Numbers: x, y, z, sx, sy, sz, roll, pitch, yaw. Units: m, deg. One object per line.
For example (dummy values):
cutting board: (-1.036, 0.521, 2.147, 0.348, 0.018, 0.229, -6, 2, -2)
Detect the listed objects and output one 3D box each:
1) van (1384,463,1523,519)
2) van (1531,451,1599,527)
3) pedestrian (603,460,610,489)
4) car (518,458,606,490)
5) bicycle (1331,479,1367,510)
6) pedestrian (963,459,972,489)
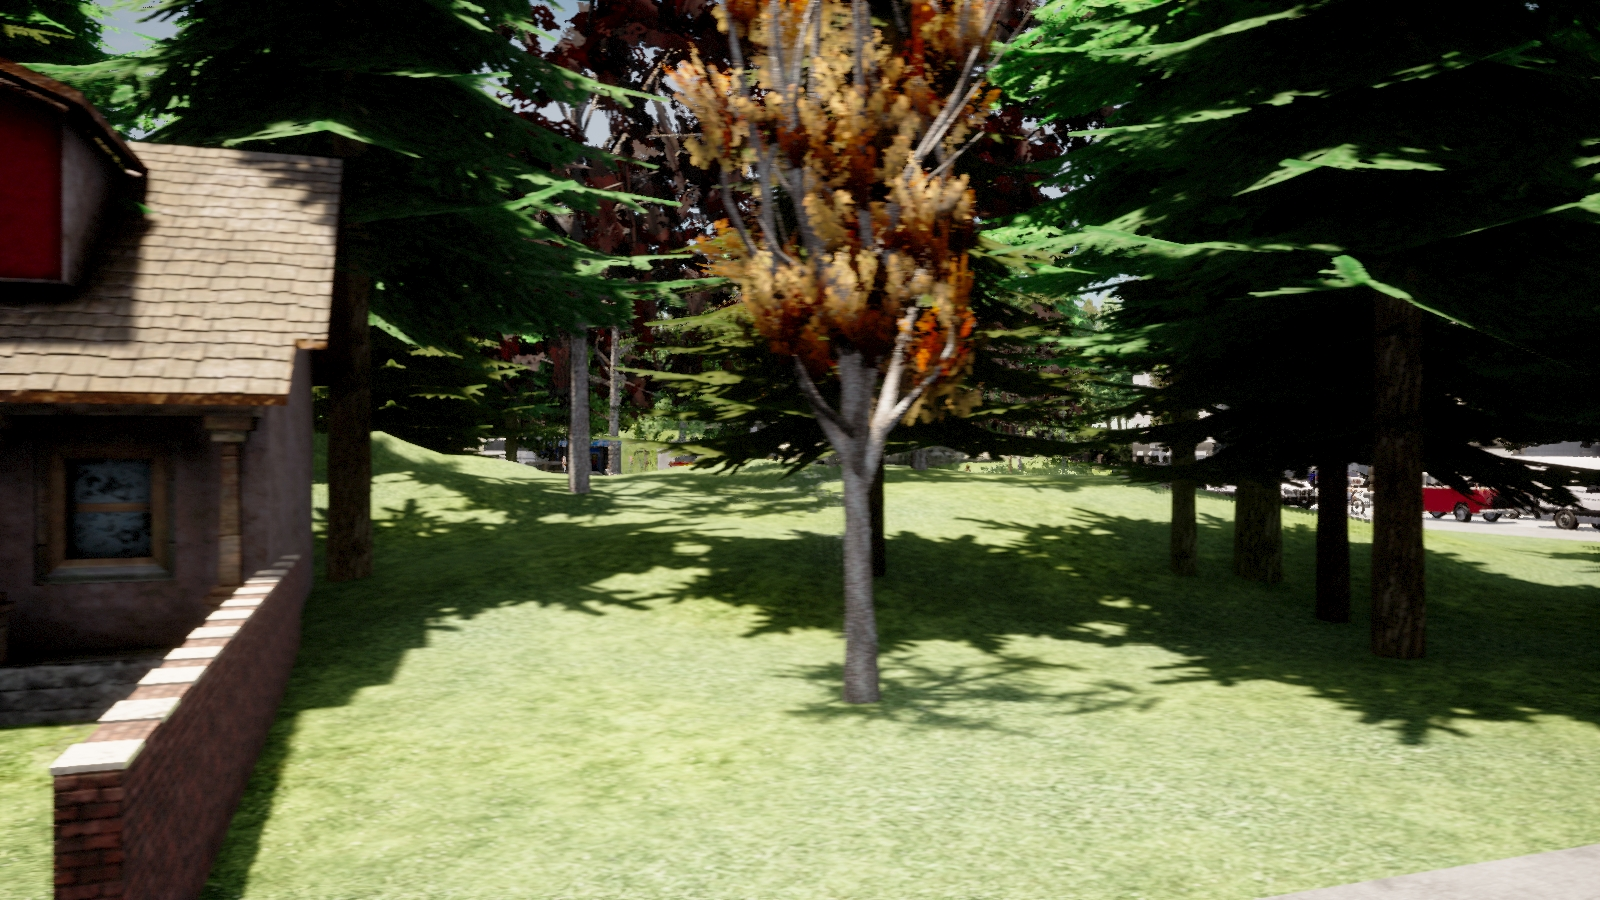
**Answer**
van: (25.692, 1.556, 45.101, 2.069, 2.038, 4.480, 0, 0, -19)
van: (28.036, 1.306, 38.376, 1.988, 2.561, 5.915, 0, 0, -19)
pedestrian: (-12.259, 1.536, 72.458, 0.375, 1.860, 0.375, 0, 0, -19)
car: (-15.994, 1.574, 76.757, 5.566, 2.045, 2.150, 0, 0, -20)
bicycle: (23.992, 1.930, 49.935, 0.373, 1.296, 1.643, 0, 0, -19)
pedestrian: (10.571, 1.527, 72.113, 0.375, 1.860, 0.375, 0, 0, -19)
